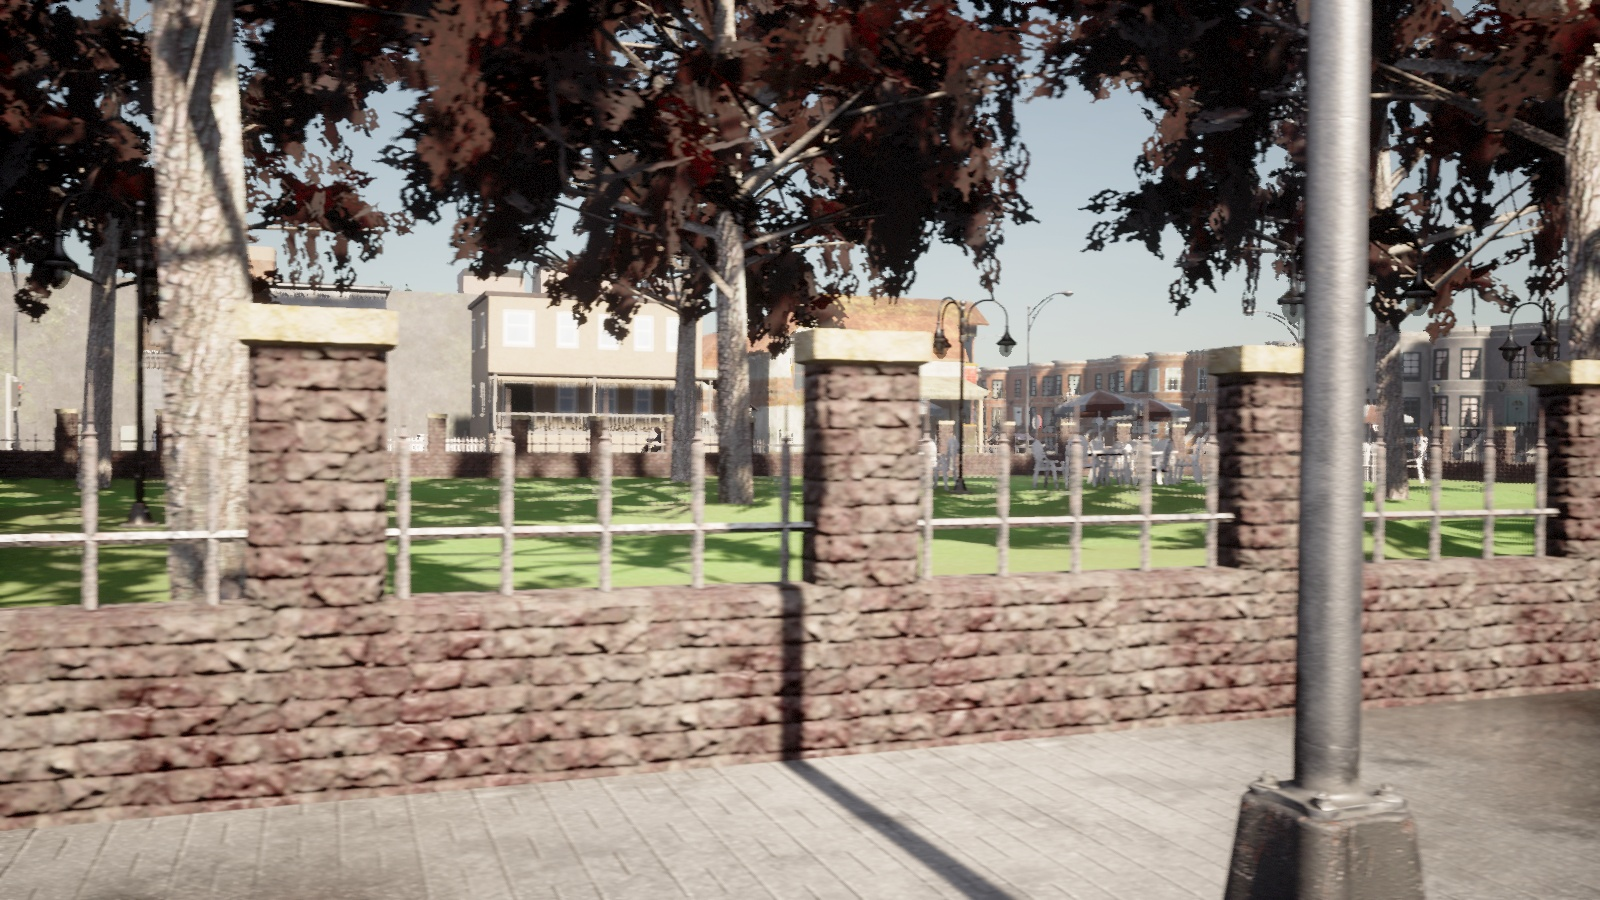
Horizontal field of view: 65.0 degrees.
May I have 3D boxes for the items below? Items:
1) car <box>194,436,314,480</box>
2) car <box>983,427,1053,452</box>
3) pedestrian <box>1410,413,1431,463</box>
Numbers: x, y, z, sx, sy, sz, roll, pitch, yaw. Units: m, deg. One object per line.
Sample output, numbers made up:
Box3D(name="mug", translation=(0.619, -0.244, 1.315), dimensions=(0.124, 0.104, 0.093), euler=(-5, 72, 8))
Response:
Box3D(name="car", translation=(-19.427, 0.244, 44.827), dimensions=(3.806, 1.475, 1.970), euler=(-1, 1, -20))
Box3D(name="car", translation=(13.541, -0.668, 78.407), dimensions=(2.128, 1.511, 4.902), euler=(-1, 1, -20))
Box3D(name="pedestrian", translation=(23.044, -0.446, 46.649), dimensions=(0.354, 1.836, 0.706), euler=(-1, 1, -9))
